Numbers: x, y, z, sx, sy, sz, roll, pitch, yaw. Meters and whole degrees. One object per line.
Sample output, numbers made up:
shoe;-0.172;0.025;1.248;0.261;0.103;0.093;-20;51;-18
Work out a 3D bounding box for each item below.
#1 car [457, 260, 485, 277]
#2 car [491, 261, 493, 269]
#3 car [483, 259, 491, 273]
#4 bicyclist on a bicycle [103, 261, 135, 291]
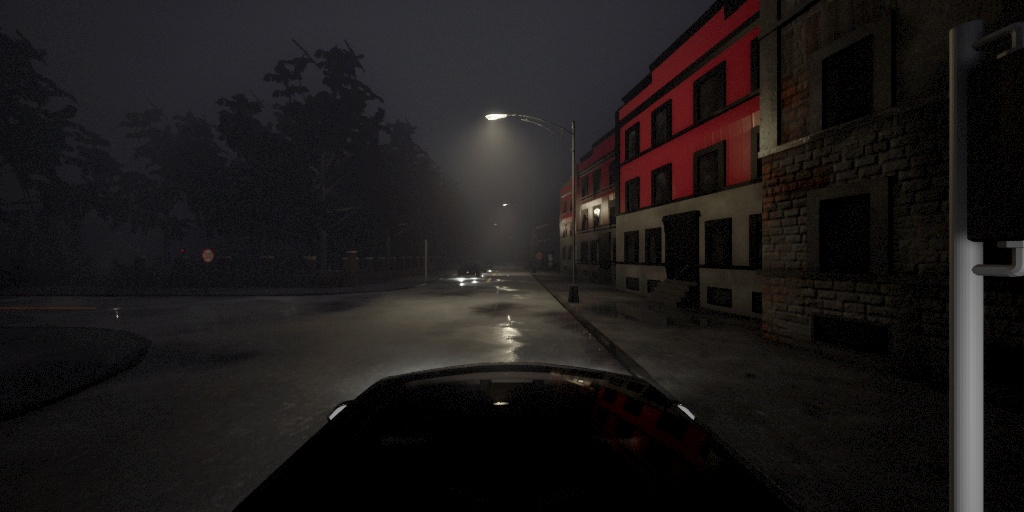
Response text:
car;-4.035;1.314;34.656;1.994;1.385;4.181;0;0;0
car;-3.969;1.228;54.359;1.882;1.535;5.008;0;0;0
car;-4.016;1.297;43.948;2.033;1.411;5.357;0;0;0
bicyclist on a bicycle;-21.814;1.099;19.934;0.582;1.620;1.656;0;0;0
